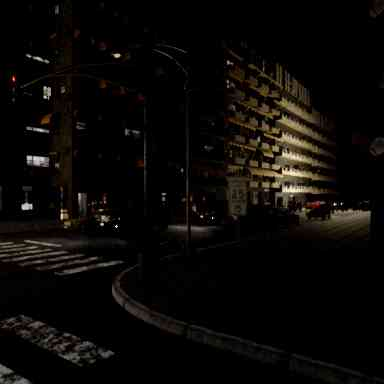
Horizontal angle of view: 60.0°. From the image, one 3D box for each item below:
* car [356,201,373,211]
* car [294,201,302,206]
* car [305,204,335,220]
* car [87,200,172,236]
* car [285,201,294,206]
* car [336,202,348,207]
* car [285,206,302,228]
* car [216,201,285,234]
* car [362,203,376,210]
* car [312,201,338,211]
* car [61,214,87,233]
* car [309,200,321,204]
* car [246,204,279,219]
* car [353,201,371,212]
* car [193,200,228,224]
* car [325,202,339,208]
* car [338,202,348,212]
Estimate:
[{"bbox_3d":[33.181,2.622,63.814,2.192,1.841,5.009,-1,-2,35],"label":"car"},{"bbox_3d":[16.578,2.340,54.608,2.192,1.841,5.009,-1,-2,35],"label":"car"},{"bbox_3d":[13.735,2.284,35.941,1.802,1.307,4.206,-1,-2,35],"label":"car"},{"bbox_3d":[-3.543,1.541,21.224,2.150,2.045,5.566,0,-1,35],"label":"car"},{"bbox_3d":[13.240,2.446,49.819,1.752,1.417,4.829,-1,-2,35],"label":"car"},{"bbox_3d":[39.270,3.282,87.114,1.947,1.339,4.313,-1,-2,35],"label":"car"},{"bbox_3d":[7.253,2.043,26.654,1.887,1.381,4.507,-1,-2,35],"label":"car"},{"bbox_3d":[4.010,1.711,22.016,2.192,1.841,5.009,-1,-2,35],"label":"car"},{"bbox_3d":[36.424,2.971,68.451,1.947,1.339,4.313,-1,-2,35],"label":"car"},{"bbox_3d":[19.421,2.456,48.536,1.837,1.490,4.892,0,-1,35],"label":"car"},{"bbox_3d":[-6.208,1.834,21.952,1.752,1.417,4.829,-1,-2,35],"label":"car"},{"bbox_3d":[23.062,2.771,63.892,1.887,1.381,4.507,-1,-2,35],"label":"car"},{"bbox_3d":[8.094,2.191,37.874,1.837,1.490,4.892,0,-1,35],"label":"car"},{"bbox_3d":[29.939,2.522,59.169,2.192,1.841,5.009,-1,-2,35],"label":"car"},{"bbox_3d":[2.367,1.728,29.693,2.150,2.045,5.566,0,-1,34],"label":"car"},{"bbox_3d":[32.786,3.067,77.824,1.887,1.381,4.507,-1,-2,35],"label":"car"},{"bbox_3d":[25.302,2.626,56.973,2.128,1.511,4.902,0,-1,35],"label":"car"}]
